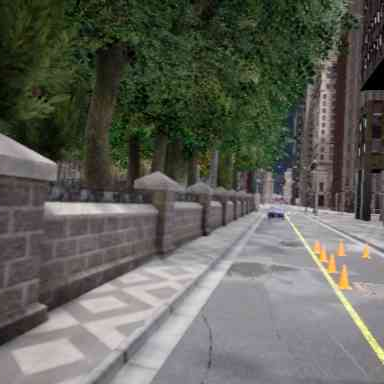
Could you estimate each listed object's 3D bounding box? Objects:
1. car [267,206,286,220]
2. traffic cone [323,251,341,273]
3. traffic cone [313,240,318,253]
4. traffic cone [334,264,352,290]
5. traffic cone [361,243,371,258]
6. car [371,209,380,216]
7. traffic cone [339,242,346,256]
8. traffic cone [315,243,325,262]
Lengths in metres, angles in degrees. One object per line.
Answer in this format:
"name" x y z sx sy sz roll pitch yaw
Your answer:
"car" 10.105 2.479 39.913 1.882 1.535 5.008 3 -1 14
"traffic cone" 4.570 2.315 10.873 0.340 0.580 0.340 3 -1 14
"traffic cone" 5.543 2.411 14.751 0.340 0.580 0.340 3 -1 14
"traffic cone" 4.083 2.268 8.933 0.340 0.580 0.340 3 -1 14
"traffic cone" 7.480 2.506 14.263 0.340 0.580 0.340 3 -1 14
"car" 37.411 4.133 65.098 4.097 1.590 1.967 3 -2 14
"traffic cone" 6.512 2.459 14.507 0.340 0.580 0.340 3 -1 14
"traffic cone" 5.057 2.363 12.812 0.340 0.580 0.340 3 -1 14
